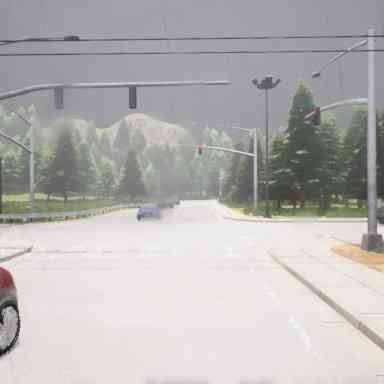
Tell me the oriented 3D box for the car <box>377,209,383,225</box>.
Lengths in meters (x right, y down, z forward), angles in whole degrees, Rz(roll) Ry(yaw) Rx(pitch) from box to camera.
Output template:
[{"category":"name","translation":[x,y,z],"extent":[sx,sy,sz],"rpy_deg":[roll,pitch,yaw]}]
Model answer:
[{"category":"car","translation":[14.611,1.362,22.105],"extent":[4.553,1.767,2.097],"rpy_deg":[0,0,1]}]

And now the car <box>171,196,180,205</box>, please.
[{"category":"car","translation":[-3.309,1.525,61.132],"extent":[2.097,1.767,4.553],"rpy_deg":[0,0,2]}]

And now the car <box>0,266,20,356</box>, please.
[{"category":"car","translation":[-3.598,1.363,3.018],"extent":[2.097,1.767,4.553],"rpy_deg":[0,0,0]}]

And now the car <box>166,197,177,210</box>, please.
[{"category":"car","translation":[-3.522,1.740,46.482],"extent":[1.895,1.301,4.718],"rpy_deg":[0,0,0]}]

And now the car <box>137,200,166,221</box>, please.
[{"category":"car","translation":[-3.564,1.623,28.692],"extent":[1.812,1.442,4.674],"rpy_deg":[0,0,0]}]
